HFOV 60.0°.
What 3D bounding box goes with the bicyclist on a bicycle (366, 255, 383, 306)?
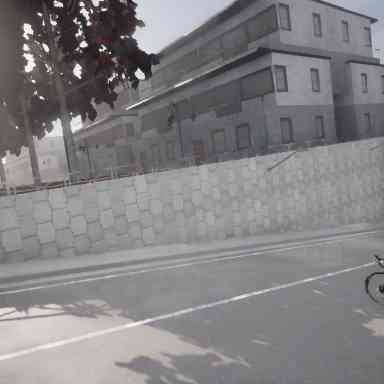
[{"bbox_3d":[3.989,1.432,6.124,0.582,1.620,1.656,-1,-2,-34],"label":"bicyclist on a bicycle"}]
